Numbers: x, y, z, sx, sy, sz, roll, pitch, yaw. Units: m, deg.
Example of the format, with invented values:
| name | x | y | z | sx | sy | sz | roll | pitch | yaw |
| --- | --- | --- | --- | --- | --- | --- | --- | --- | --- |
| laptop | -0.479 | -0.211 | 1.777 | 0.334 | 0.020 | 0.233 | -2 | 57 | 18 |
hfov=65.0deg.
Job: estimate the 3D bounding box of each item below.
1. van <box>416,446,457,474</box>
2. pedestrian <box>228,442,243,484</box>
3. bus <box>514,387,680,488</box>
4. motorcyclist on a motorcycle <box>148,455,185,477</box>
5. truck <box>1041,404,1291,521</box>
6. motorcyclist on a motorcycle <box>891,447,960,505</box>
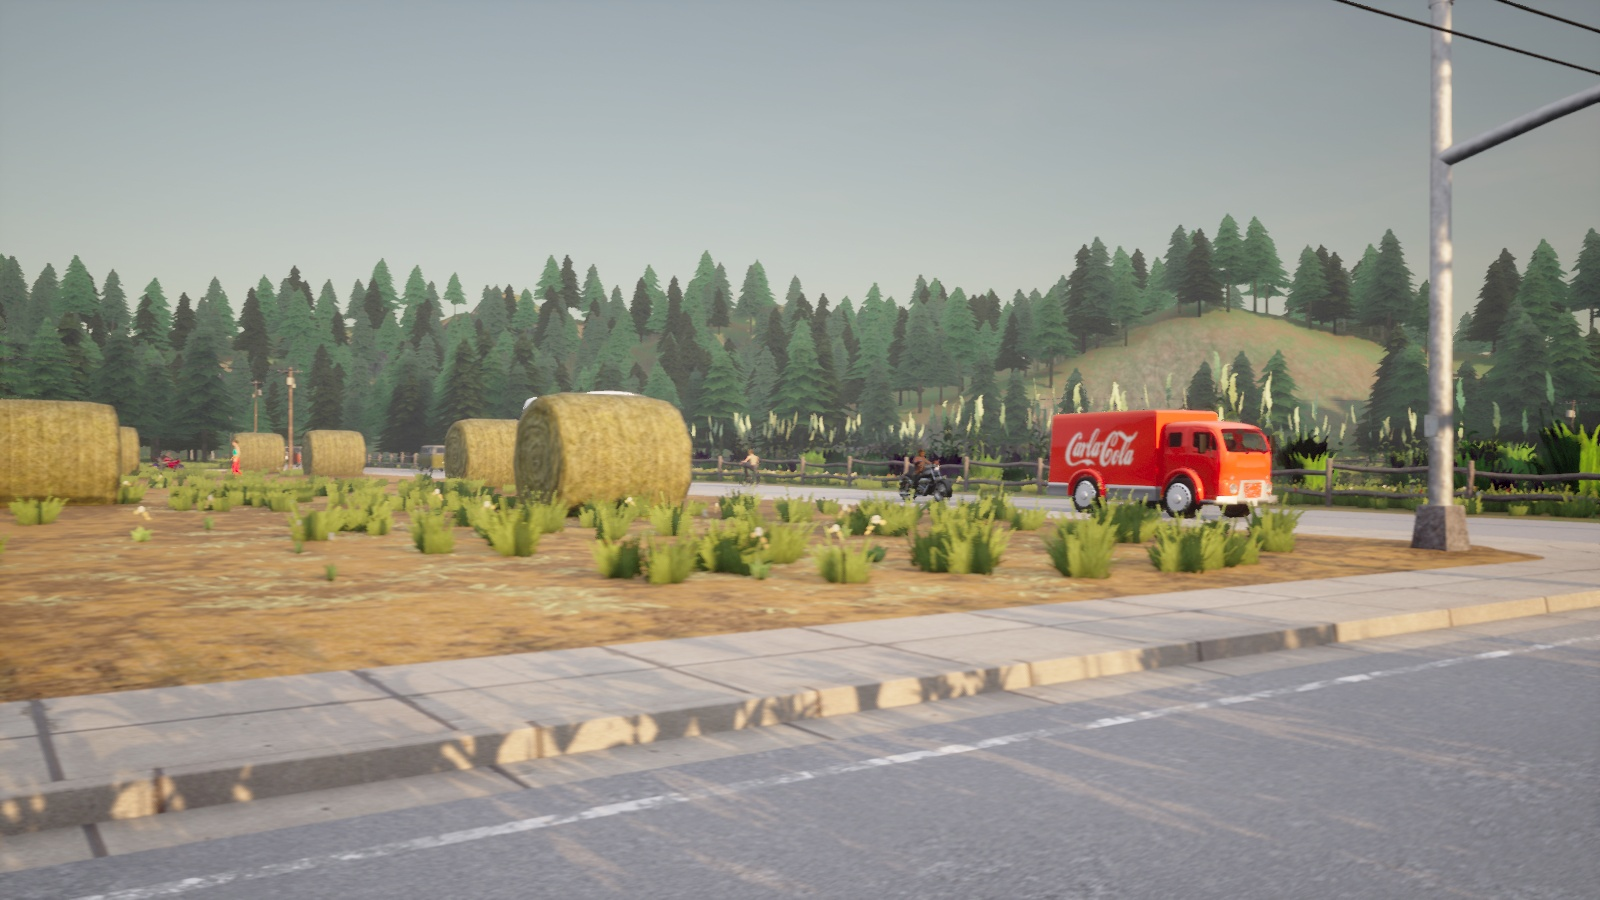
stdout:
| name | x | y | z | sx | sy | sz | roll | pitch | yaw |
| --- | --- | --- | --- | --- | --- | --- | --- | --- | --- |
| van | -26.907 | 0.748 | 92.827 | 1.775 | 1.987 | 4.442 | 0 | 0 | -32 |
| pedestrian | -24.609 | 0.552 | 54.742 | 0.594 | 1.836 | 0.345 | 0 | 0 | -25 |
| bus | -9.682 | -0.503 | 58.510 | 3.944 | 4.253 | 10.273 | 0 | 0 | -32 |
| motorcyclist on a motorcycle | -43.955 | 1.086 | 87.169 | 2.191 | 1.530 | 0.866 | 0 | 0 | -35 |
| truck | 8.421 | 0.277 | 29.405 | 2.627 | 2.467 | 5.204 | 0 | 0 | -32 |
| motorcyclist on a motorcycle | 3.683 | 0.743 | 37.027 | 0.766 | 1.649 | 2.350 | 0 | 0 | -32 |
